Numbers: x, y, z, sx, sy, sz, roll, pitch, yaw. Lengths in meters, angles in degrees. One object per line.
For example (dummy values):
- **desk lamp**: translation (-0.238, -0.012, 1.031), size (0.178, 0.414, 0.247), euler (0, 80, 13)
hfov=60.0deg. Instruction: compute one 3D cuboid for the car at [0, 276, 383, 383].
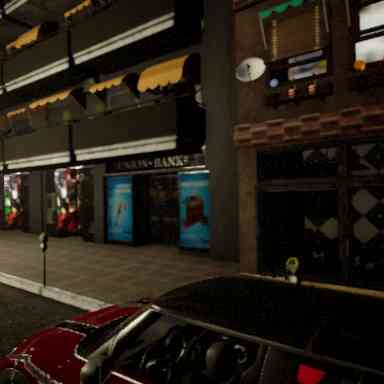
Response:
- **car**: translation (0.194, 1.439, 2.617), size (4.097, 1.590, 1.967), euler (0, -1, 36)
